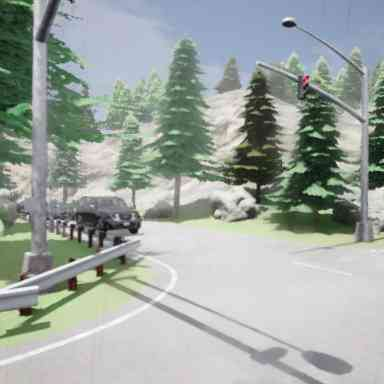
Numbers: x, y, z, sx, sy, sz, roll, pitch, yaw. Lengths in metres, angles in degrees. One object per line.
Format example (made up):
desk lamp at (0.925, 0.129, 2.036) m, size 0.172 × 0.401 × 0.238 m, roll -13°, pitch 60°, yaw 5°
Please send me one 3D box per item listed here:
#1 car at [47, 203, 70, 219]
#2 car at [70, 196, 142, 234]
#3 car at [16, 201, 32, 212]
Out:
car at (-10.840, 1.607, 27.158) m, size 1.994 × 1.385 × 4.181 m, roll 0°, pitch 0°, yaw -36°
car at (-4.941, 1.270, 19.099) m, size 2.150 × 2.045 × 5.566 m, roll 0°, pitch 0°, yaw -36°
car at (-17.111, 1.583, 35.458) m, size 5.357 × 1.411 × 2.033 m, roll 0°, pitch 0°, yaw 44°
